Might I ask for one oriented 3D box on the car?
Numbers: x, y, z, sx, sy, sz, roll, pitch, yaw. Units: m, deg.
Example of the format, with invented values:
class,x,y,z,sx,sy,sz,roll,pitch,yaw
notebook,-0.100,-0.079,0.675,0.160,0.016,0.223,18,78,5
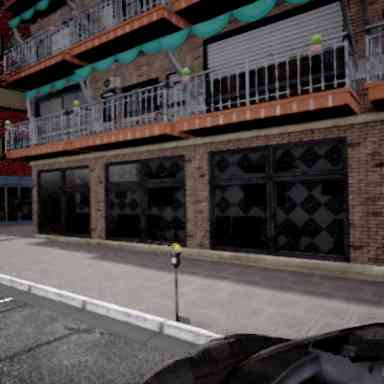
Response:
class,x,y,z,sx,sy,sz,roll,pitch,yaw
car,1.418,1.565,1.962,4.313,1.339,1.947,-1,-1,35
